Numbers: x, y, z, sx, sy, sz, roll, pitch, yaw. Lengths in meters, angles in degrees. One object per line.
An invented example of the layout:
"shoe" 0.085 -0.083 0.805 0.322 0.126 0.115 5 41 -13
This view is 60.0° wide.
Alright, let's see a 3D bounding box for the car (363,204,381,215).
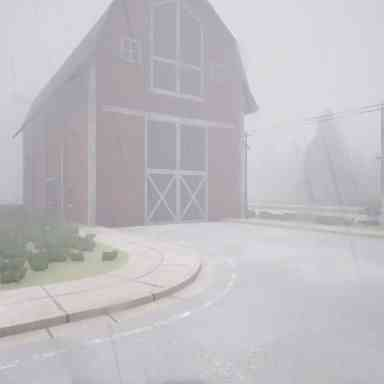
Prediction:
"car" 17.451 1.591 29.390 1.994 1.385 4.181 0 0 -34
